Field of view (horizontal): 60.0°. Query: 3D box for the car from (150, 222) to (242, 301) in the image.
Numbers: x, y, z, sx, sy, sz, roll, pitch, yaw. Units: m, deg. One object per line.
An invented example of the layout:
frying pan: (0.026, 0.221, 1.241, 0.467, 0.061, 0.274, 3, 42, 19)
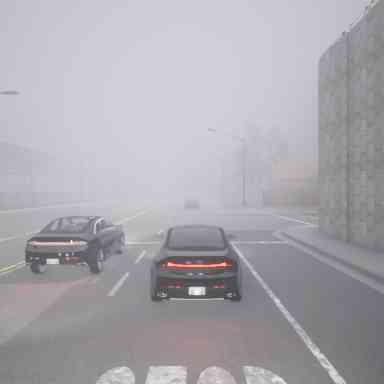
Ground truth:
car: (0.084, 1.505, 8.311, 1.837, 1.490, 4.892, 0, 0, 0)

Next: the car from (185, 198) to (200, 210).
car: (0.013, 1.492, 42.938, 2.128, 1.511, 4.902, 0, 0, 0)

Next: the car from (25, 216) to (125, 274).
car: (-3.421, 1.492, 10.581, 2.128, 1.511, 4.902, 0, 0, 0)
